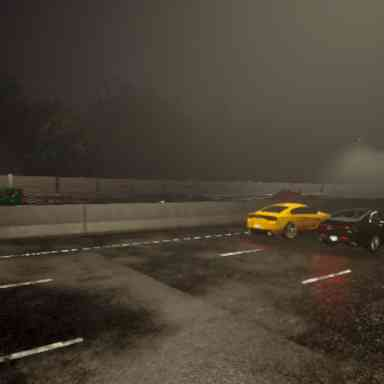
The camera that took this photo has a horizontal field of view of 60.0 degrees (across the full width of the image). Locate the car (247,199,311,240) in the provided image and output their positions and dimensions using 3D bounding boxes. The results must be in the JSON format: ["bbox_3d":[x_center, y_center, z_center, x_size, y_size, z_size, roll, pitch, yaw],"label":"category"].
[{"bbox_3d":[4.868,1.298,15.920,5.008,1.535,1.882,0,1,-35],"label":"car"}]

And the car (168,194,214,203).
[{"bbox_3d":[0.270,1.040,34.215,4.674,1.442,1.812,0,1,-35],"label":"car"}]

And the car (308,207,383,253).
[{"bbox_3d":[6.979,1.387,13.129,4.892,1.490,1.837,0,1,-35],"label":"car"}]

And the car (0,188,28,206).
[{"bbox_3d":[-14.732,0.732,23.549,5.566,2.045,2.150,0,1,-35],"label":"car"}]

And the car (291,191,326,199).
[{"bbox_3d":[16.307,1.012,45.562,4.902,1.511,2.128,0,1,-35],"label":"car"}]

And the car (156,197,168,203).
[{"bbox_3d":[-1.631,0.961,37.151,4.892,1.490,1.837,1,1,-35],"label":"car"}]

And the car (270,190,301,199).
[{"bbox_3d":[13.778,0.670,48.038,5.566,2.045,2.150,0,1,-35],"label":"car"}]
